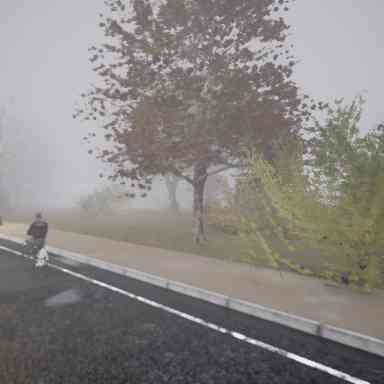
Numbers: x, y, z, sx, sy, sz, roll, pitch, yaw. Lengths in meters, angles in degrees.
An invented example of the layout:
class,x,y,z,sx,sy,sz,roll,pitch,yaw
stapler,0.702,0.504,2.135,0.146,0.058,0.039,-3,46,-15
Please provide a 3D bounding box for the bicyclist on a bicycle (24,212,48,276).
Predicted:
class,x,y,z,sx,sy,sz,roll,pitch,yaw
bicyclist on a bicycle,-4.585,1.469,9.725,1.843,1.776,0.659,0,-1,45
